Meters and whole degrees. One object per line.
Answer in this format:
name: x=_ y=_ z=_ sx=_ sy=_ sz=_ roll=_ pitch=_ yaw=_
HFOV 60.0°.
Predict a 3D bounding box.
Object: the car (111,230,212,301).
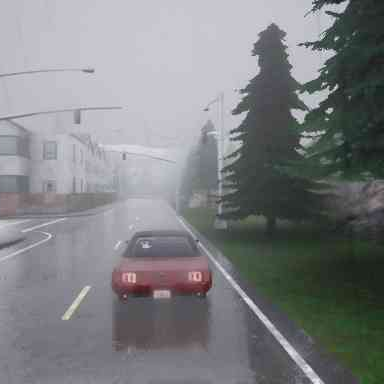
car: x=-0.741 y=1.601 z=8.359 sx=1.895 sy=1.301 sz=4.718 roll=0 pitch=0 yaw=-5
